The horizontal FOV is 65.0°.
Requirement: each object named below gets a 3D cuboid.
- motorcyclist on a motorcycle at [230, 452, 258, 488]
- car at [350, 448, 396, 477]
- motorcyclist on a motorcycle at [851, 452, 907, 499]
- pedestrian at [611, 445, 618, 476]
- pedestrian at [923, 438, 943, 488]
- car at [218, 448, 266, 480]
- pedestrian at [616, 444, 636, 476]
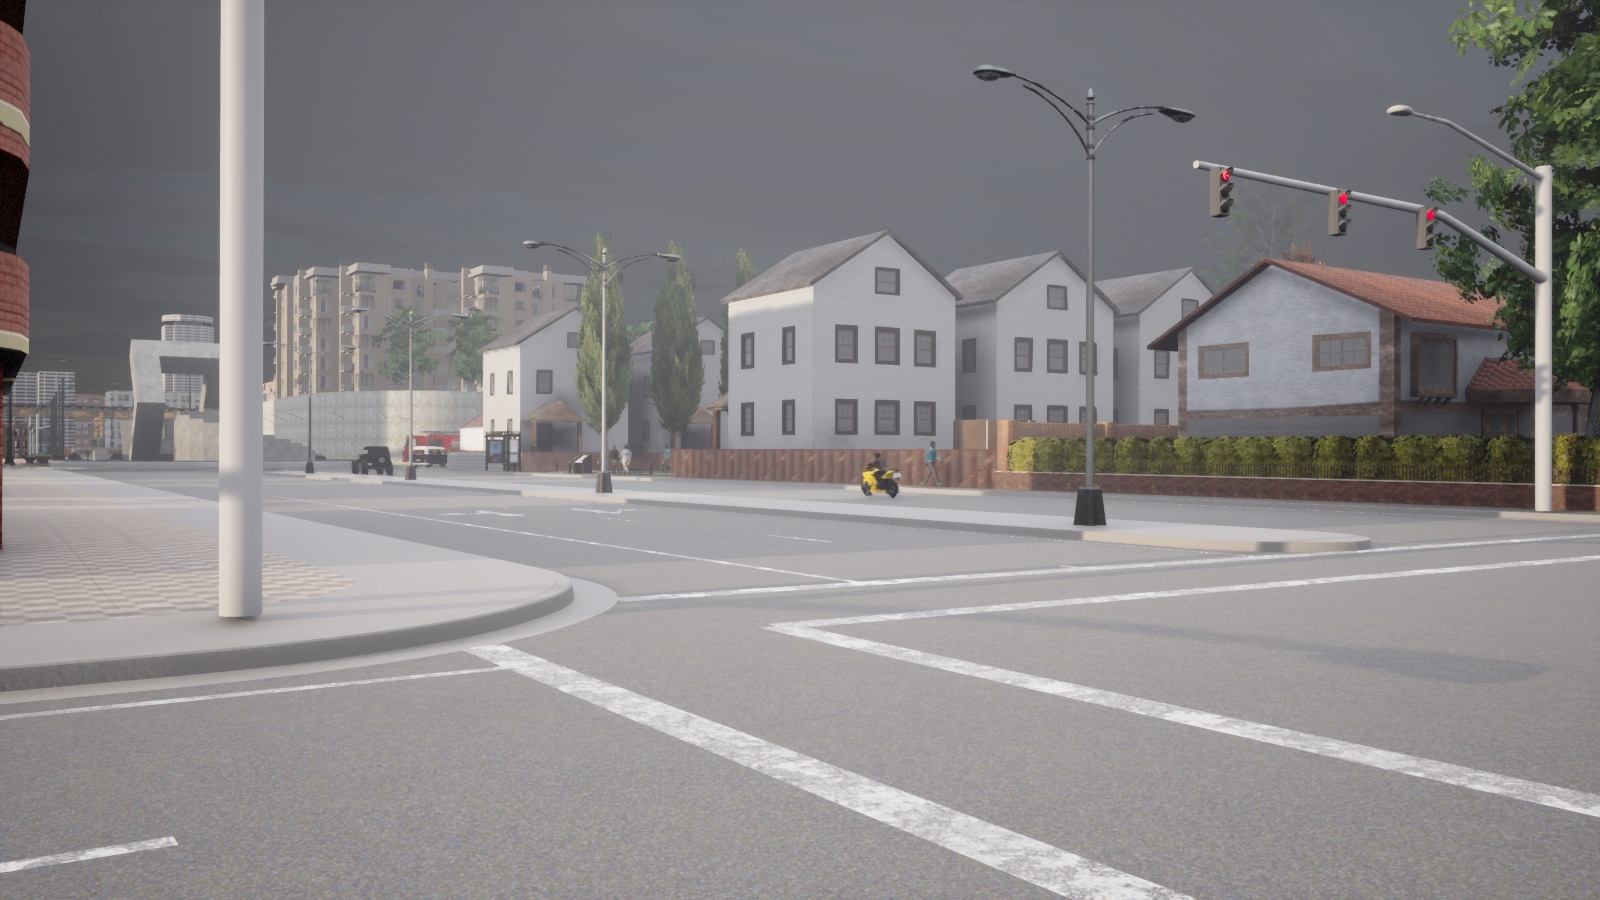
[{"bbox_3d":[-24.997,0.889,56.411,0.866,1.590,1.817,0,0,-33],"label":"motorcyclist on a motorcycle"},{"bbox_3d":[-27.723,0.799,81.398,1.905,1.878,3.866,0,0,-33],"label":"car"},{"bbox_3d":[2.616,0.824,41.833,0.797,1.523,2.044,0,0,-33],"label":"motorcyclist on a motorcycle"},{"bbox_3d":[-10.908,0.601,73.832,0.431,1.840,0.703,0,0,-8],"label":"pedestrian"},{"bbox_3d":[5.130,0.508,48.473,0.692,1.930,0.396,0,0,41],"label":"pedestrian"},{"bbox_3d":[-33.857,0.820,76.170,1.932,1.855,4.605,0,0,-33],"label":"car"},{"bbox_3d":[-10.210,0.600,73.719,0.874,1.855,0.900,0,0,-28],"label":"pedestrian"}]
